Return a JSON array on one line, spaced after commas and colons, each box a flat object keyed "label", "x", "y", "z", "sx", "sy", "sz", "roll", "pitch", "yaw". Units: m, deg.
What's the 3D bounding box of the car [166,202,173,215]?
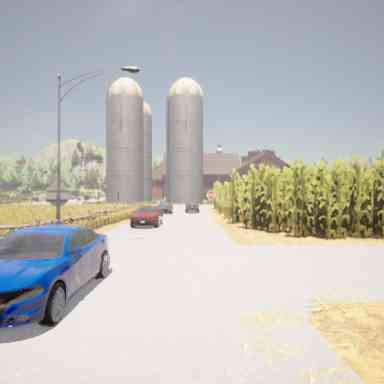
[{"label": "car", "x": -3.233, "y": 1.920, "z": 40.208, "sx": 2.033, "sy": 1.411, "sz": 5.357, "roll": 0, "pitch": 0, "yaw": 0}]

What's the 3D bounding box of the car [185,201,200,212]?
[{"label": "car", "x": 0.031, "y": 1.938, "z": 44.428, "sx": 2.033, "sy": 1.411, "sz": 5.357, "roll": 0, "pitch": 0, "yaw": 0}]

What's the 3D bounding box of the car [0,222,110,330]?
[{"label": "car", "x": -3.214, "y": 1.504, "z": 7.300, "sx": 1.882, "sy": 1.535, "sz": 5.008, "roll": 0, "pitch": 0, "yaw": 0}]

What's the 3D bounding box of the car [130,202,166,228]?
[{"label": "car", "x": -3.235, "y": 1.725, "z": 24.255, "sx": 1.882, "sy": 1.535, "sz": 5.008, "roll": 0, "pitch": -1, "yaw": 0}]
